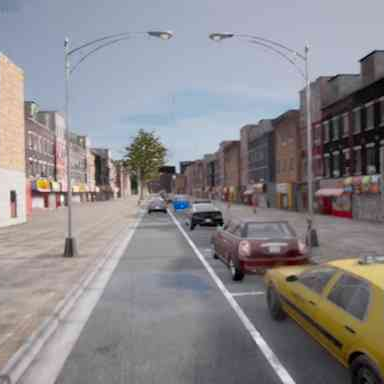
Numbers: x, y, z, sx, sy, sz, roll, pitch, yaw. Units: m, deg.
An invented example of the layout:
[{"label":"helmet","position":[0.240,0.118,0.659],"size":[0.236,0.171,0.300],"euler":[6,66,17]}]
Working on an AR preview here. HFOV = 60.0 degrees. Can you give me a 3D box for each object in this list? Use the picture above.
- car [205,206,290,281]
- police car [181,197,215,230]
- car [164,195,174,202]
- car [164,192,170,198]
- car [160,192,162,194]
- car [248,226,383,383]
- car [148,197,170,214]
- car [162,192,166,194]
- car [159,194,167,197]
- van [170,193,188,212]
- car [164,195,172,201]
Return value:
[{"label":"car","position":[1.741,1.383,9.777],"size":[1.967,1.590,4.097],"euler":[-1,0,-6]},{"label":"police car","position":[0.628,1.376,20.979],"size":[1.930,1.638,5.238],"euler":[-1,0,-6]},{"label":"car","position":[-4.860,1.412,70.376],"size":[1.947,1.339,4.313],"euler":[-1,0,-6]},{"label":"car","position":[-3.660,1.332,59.358],"size":[1.967,1.590,4.097],"euler":[-1,0,-6]},{"label":"car","position":[-7.263,1.289,92.411],"size":[2.008,1.369,4.403],"euler":[-1,0,-6]},{"label":"car","position":[2.324,1.464,4.437],"size":[1.752,1.417,4.829],"euler":[-1,0,-6]},{"label":"car","position":[-3.732,1.572,36.095],"size":[1.994,1.385,4.181],"euler":[-1,0,-5]},{"label":"car","position":[-4.262,1.185,64.866],"size":[2.192,1.841,5.009],"euler":[-1,0,-6]},{"label":"car","position":[-4.978,1.466,47.214],"size":[1.882,1.535,5.008],"euler":[-1,1,-6]},{"label":"van","position":[-1.260,1.288,37.321],"size":[1.690,1.788,3.998],"euler":[-1,0,-6]},{"label":"car","position":[-5.479,1.347,76.054],"size":[1.752,1.417,4.829],"euler":[-1,0,-6]}]
